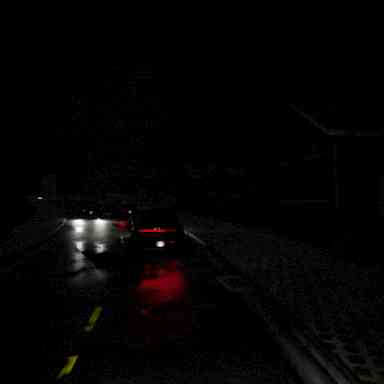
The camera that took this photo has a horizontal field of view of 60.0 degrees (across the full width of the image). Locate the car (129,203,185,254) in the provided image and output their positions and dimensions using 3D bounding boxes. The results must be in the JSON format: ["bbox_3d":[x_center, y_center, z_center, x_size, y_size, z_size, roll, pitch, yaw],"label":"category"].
[{"bbox_3d":[-1.451,1.412,13.201,1.837,1.490,4.892,0,1,-10],"label":"car"}]

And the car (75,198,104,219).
[{"bbox_3d":[-8.212,1.257,26.568,1.837,1.490,4.892,1,0,-20],"label":"car"}]

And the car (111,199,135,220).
[{"bbox_3d":[-5.543,1.305,27.592,1.812,1.442,4.674,1,0,-21],"label":"car"}]
